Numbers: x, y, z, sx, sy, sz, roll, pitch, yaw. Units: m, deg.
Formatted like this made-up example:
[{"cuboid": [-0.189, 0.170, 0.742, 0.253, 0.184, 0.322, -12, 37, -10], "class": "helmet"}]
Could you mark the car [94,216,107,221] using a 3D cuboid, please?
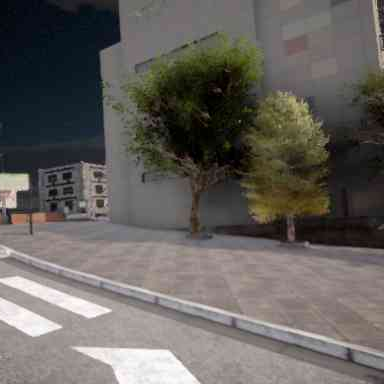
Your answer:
[{"cuboid": [-18.386, 5.292, 59.734, 5.008, 1.535, 2.097, -6, -8, 27], "class": "car"}]

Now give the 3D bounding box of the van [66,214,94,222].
[{"cuboid": [-19.768, 4.849, 57.356, 4.442, 1.987, 1.878, -6, -7, 27], "class": "van"}]
